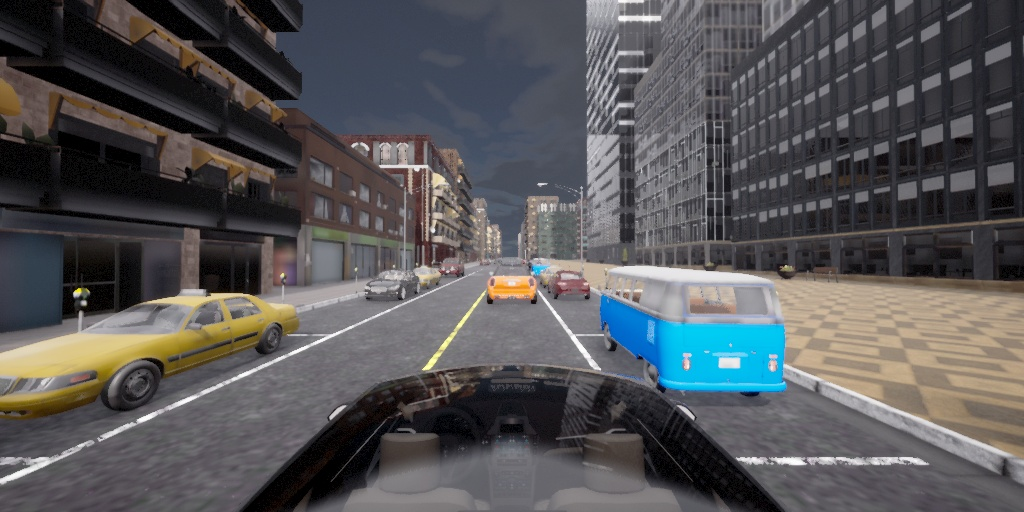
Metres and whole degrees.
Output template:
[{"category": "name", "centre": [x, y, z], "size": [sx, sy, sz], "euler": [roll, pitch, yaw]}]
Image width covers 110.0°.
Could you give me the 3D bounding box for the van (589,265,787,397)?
[{"category": "van", "centre": [2.692, 1.090, 6.301], "size": [1.690, 1.789, 3.998], "euler": [0, 0, 0]}]

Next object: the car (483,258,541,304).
[{"category": "car", "centre": [0.000, 1.120, 16.471], "size": [2.097, 1.767, 4.553], "euler": [0, 0, 0]}]

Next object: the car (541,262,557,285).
[{"category": "car", "centre": [2.691, 1.280, 23.178], "size": [1.751, 1.417, 4.829], "euler": [0, 0, 0]}]

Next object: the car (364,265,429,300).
[{"category": "car", "centre": [-5.689, 1.303, 17.440], "size": [2.007, 1.370, 4.403], "euler": [0, 0, 0]}]

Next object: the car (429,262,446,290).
[{"category": "car", "centre": [-5.690, 1.280, 22.841], "size": [1.751, 1.417, 4.829], "euler": [0, 0, 0]}]

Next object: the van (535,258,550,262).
[{"category": "van", "centre": [2.691, 1.100, 34.149], "size": [1.690, 1.789, 3.998], "euler": [0, 0, 0]}]

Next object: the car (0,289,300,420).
[{"category": "car", "centre": [-5.689, 1.275, 6.132], "size": [1.751, 1.417, 4.829], "euler": [0, 0, 0]}]

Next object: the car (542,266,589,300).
[{"category": "car", "centre": [2.691, 1.335, 17.439], "size": [1.802, 1.307, 4.207], "euler": [0, 0, 0]}]

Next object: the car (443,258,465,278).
[{"category": "car", "centre": [-5.690, 1.074, 34.150], "size": [2.192, 1.841, 5.009], "euler": [0, 0, 0]}]

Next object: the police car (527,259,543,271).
[{"category": "police car", "centre": [3.133, 1.193, 50.316], "size": [1.930, 1.638, 5.238], "euler": [0, 0, 0]}]

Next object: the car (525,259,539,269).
[{"category": "car", "centre": [3.145, 1.276, 57.207], "size": [1.837, 1.490, 4.892], "euler": [0, 0, 0]}]
